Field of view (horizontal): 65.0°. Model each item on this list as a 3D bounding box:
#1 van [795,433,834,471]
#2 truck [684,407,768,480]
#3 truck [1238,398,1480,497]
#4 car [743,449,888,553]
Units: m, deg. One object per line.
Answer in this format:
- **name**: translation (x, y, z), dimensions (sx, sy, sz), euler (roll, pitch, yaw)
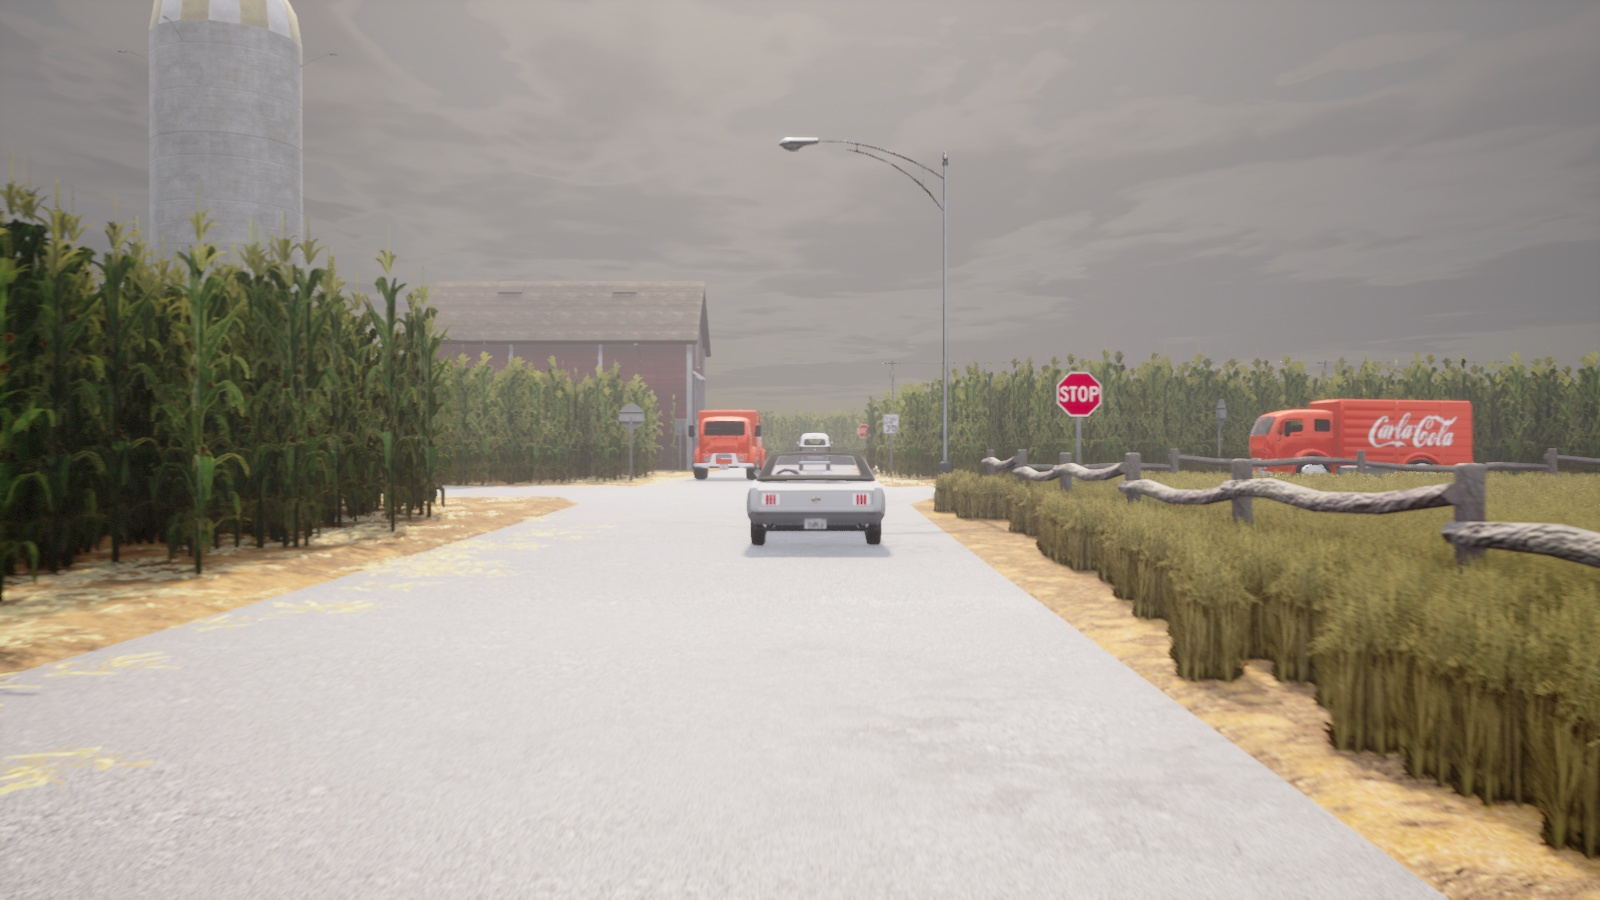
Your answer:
- **van**: translation (0.795, 0.084, 69.649), dimensions (2.069, 2.038, 4.480), euler (0, 1, 1)
- **truck**: translation (-2.579, -0.184, 45.177), dimensions (2.627, 2.467, 5.204), euler (0, -1, 1)
- **truck**: translation (14.644, -0.072, 33.185), dimensions (5.204, 2.467, 2.627), euler (1, 0, 1)
- **car**: translation (0.226, 0.669, 18.818), dimensions (1.895, 1.301, 4.718), euler (0, 1, 1)
